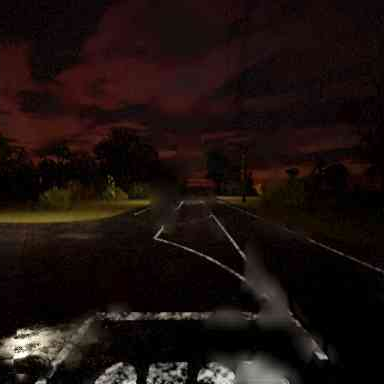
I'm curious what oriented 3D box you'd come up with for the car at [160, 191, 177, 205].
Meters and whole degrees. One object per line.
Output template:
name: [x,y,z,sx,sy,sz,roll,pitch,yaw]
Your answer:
car: [-3.430,0.883,49.318,2.150,2.045,5.566,0,0,0]
